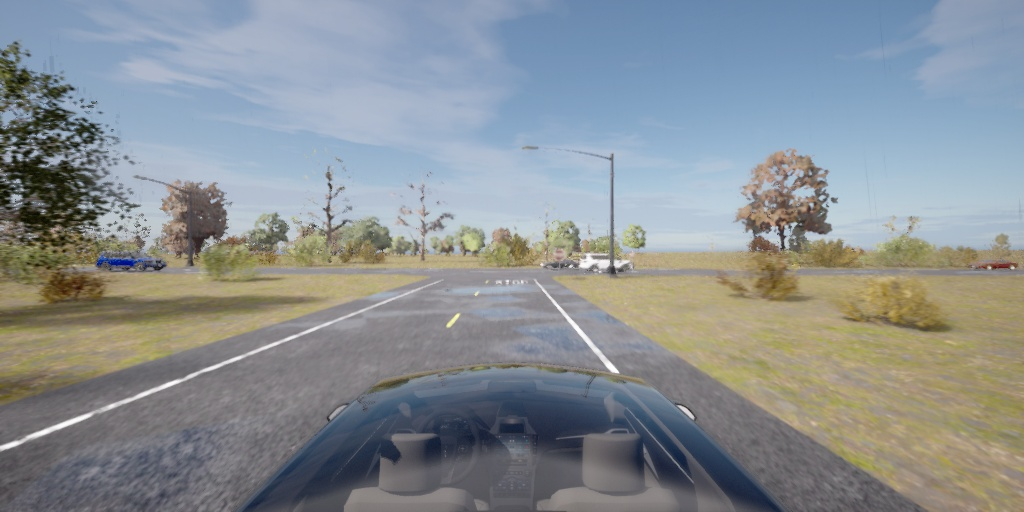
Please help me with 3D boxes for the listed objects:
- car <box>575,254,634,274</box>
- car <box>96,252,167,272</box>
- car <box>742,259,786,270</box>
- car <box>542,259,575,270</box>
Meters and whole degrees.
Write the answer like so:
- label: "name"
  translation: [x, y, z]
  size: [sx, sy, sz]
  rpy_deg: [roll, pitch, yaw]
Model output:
- label: "car"
  translation: [9.986, 0.777, 37.950]
  size: [5.566, 2.045, 2.150]
  rpy_deg: [0, 0, -2]
- label: "car"
  translation: [-38.749, 0.570, 36.575]
  size: [5.566, 2.045, 2.150]
  rpy_deg: [0, 0, -2]
- label: "car"
  translation: [31.962, 1.078, 45.624]
  size: [5.008, 1.535, 1.882]
  rpy_deg: [-1, 1, -2]
- label: "car"
  translation: [6.046, 1.043, 44.853]
  size: [4.674, 1.442, 1.812]
  rpy_deg: [0, 1, -2]
